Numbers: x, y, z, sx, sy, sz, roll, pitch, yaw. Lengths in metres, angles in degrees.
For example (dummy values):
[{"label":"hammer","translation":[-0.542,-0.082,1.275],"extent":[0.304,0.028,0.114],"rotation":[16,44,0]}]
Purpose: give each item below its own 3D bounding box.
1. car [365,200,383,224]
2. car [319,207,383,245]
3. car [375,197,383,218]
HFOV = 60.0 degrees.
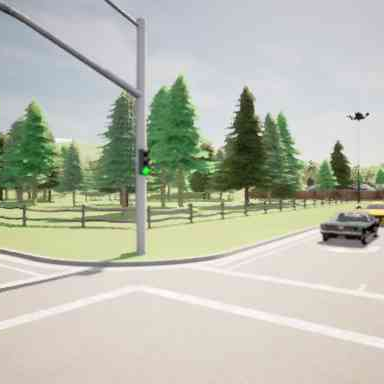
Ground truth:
[{"label":"car","translation":[13.145,1.476,23.452],"extent":[1.882,1.535,5.008],"rotation":[0,0,36]},{"label":"car","translation":[7.600,1.599,15.877],"extent":[1.895,1.301,4.718],"rotation":[0,0,36]},{"label":"car","translation":[18.432,1.351,30.665],"extent":[2.097,1.767,4.553],"rotation":[0,0,36]}]
